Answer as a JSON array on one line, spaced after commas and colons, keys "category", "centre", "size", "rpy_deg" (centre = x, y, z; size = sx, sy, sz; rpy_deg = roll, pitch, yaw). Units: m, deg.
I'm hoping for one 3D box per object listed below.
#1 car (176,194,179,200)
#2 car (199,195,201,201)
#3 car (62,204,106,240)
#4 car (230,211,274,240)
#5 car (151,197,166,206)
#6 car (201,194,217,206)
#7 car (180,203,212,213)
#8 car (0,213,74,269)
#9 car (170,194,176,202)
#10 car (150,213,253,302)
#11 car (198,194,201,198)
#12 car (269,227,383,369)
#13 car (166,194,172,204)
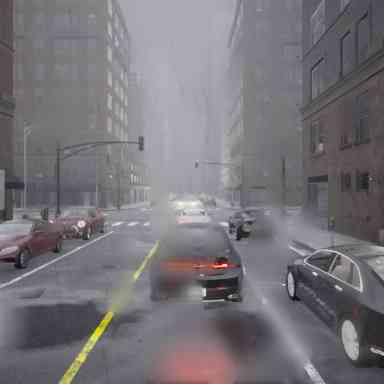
[{"category": "car", "centre": [-5.558, 1.457, 91.525], "size": [2.192, 1.841, 5.009], "rpy_deg": [0, 0, 0]}, {"category": "car", "centre": [2.917, 1.607, 64.469], "size": [2.008, 1.369, 4.403], "rpy_deg": [0, 0, 0]}, {"category": "car", "centre": [-5.668, 1.441, 16.562], "size": [1.967, 1.590, 4.097], "rpy_deg": [0, 0, 0]}, {"category": "car", "centre": [2.857, 1.567, 16.561], "size": [1.947, 1.339, 4.313], "rpy_deg": [0, 0, 0]}, {"category": "car", "centre": [-5.629, 1.618, 53.665], "size": [1.802, 1.307, 4.206], "rpy_deg": [0, 0, 0]}, {"category": "car", "centre": [2.895, 1.476, 53.651], "size": [1.967, 1.590, 4.097], "rpy_deg": [0, 0, 0]}, {"category": "car", "centre": [0.084, 1.527, 17.373], "size": [1.812, 1.442, 4.674], "rpy_deg": [0, 0, -1]}, {"category": "car", "centre": [-5.669, 1.582, 11.060], "size": [1.802, 1.307, 4.206], "rpy_deg": [0, 0, 0]}, {"category": "car", "centre": [-5.578, 1.626, 80.537], "size": [1.752, 1.417, 4.829], "rpy_deg": [0, 0, 0]}, {"category": "car", "centre": [0.099, 1.505, 8.226], "size": [1.837, 1.490, 4.892], "rpy_deg": [0, 0, 0]}, {"category": "car", "centre": [2.936, 1.524, 75.287], "size": [1.967, 1.590, 4.097], "rpy_deg": [0, 0, 0]}, {"category": "car", "centre": [2.856, 1.551, 5.558], "size": [2.008, 1.369, 4.403], "rpy_deg": [0, 0, 0]}, {"category": "car", "centre": [-5.608, 1.606, 64.482], "size": [2.008, 1.369, 4.403], "rpy_deg": [0, 0, 0]}]
